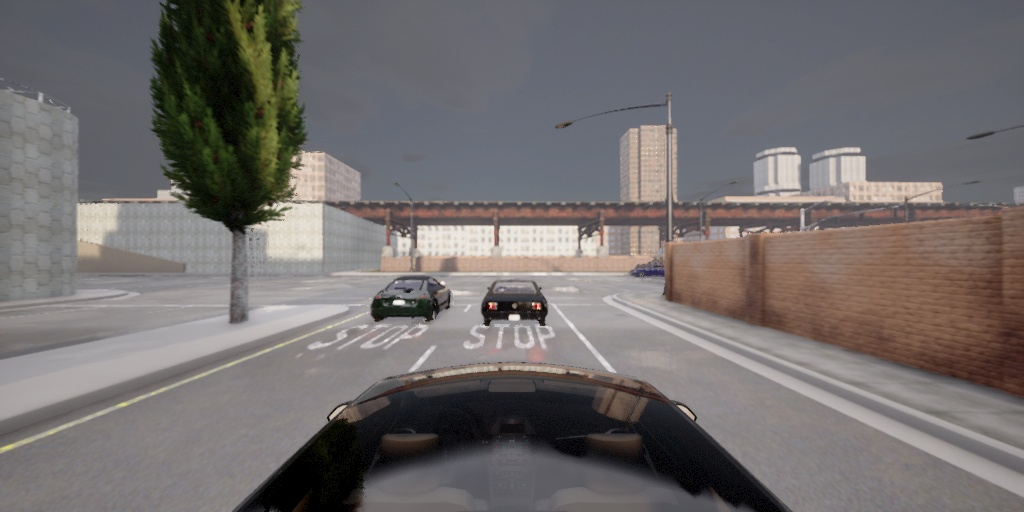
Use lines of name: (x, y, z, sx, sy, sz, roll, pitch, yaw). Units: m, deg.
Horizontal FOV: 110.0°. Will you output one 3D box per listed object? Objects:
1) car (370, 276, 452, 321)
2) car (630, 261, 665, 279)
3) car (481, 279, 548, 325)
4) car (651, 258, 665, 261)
car: (-3.416, 1.390, 12.844, 1.994, 1.385, 4.181, 0, 0, 0)
car: (14.276, 1.511, 36.068, 4.674, 1.442, 1.812, 0, 0, 0)
car: (0.082, 1.422, 12.079, 1.895, 1.301, 4.718, 0, 0, 0)
car: (16.392, 1.231, 39.560, 5.566, 2.045, 2.150, 0, 0, 1)
